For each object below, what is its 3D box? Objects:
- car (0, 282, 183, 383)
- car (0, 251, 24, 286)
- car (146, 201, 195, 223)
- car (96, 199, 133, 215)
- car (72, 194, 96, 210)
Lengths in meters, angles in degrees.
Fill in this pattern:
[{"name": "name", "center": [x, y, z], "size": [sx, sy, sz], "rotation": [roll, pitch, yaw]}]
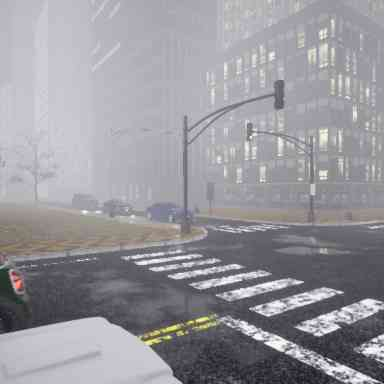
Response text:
[{"name": "car", "center": [-2.256, 1.601, 1.834], "size": [4.718, 1.301, 1.895], "rotation": [0, 0, -36]}, {"name": "car", "center": [-4.641, 1.352, 4.274], "size": [4.553, 1.767, 2.097], "rotation": [0, 0, -34]}, {"name": "car", "center": [-1.767, 1.484, 25.807], "size": [1.882, 1.535, 5.008], "rotation": [0, 0, -36]}, {"name": "car", "center": [-7.744, 1.497, 34.268], "size": [2.128, 1.511, 4.902], "rotation": [0, 0, -35]}, {"name": "car", "center": [-13.832, 1.227, 42.908], "size": [2.150, 2.045, 5.566], "rotation": [0, 0, -35]}]
